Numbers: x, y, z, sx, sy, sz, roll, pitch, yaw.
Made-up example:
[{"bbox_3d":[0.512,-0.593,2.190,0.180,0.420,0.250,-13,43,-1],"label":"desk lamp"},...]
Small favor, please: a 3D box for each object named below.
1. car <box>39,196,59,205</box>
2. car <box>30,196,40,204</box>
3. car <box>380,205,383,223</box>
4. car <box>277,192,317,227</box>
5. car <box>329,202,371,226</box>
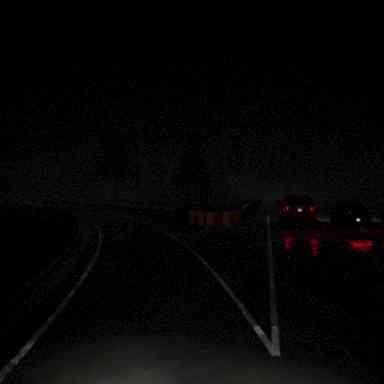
[{"bbox_3d":[-24.970,1.637,58.715,1.994,1.385,4.181,0,0,-37],"label":"car"},{"bbox_3d":[-30.965,1.545,66.650,1.812,1.442,4.674,0,0,-37],"label":"car"},{"bbox_3d":[13.910,1.144,21.125,2.150,2.045,5.566,0,0,13],"label":"car"},{"bbox_3d":[7.081,1.174,22.668,2.150,2.045,5.566,0,0,13],"label":"car"},{"bbox_3d":[10.662,1.441,22.637,1.837,1.490,4.892,0,0,13],"label":"car"}]
